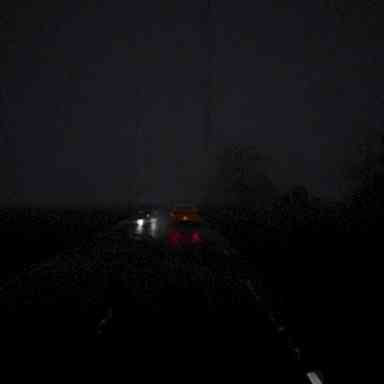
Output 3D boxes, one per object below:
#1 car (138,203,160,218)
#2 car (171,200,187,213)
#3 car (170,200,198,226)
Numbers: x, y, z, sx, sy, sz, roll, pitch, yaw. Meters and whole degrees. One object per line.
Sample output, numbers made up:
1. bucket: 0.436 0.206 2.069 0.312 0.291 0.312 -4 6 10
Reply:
1. car: -4.107 1.750 32.490 2.033 1.411 5.357 0 0 -4
2. car: -1.705 1.779 41.285 1.812 1.442 4.674 0 0 -5
3. car: -0.582 1.628 24.820 1.882 1.535 5.008 0 -1 -3
